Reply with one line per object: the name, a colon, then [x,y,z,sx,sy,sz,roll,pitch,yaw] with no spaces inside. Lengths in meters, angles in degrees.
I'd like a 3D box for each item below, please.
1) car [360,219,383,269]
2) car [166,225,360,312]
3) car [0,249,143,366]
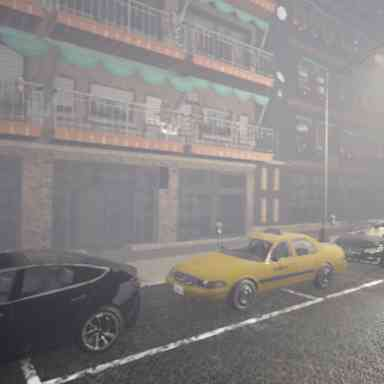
car: [6.468,1.610,11.159,4.403,1.369,2.008,0,1,-35]
car: [1.713,1.555,7.767,4.829,1.417,1.752,0,1,-35]
car: [-2.766,1.567,4.574,4.313,1.339,1.947,0,1,-35]
